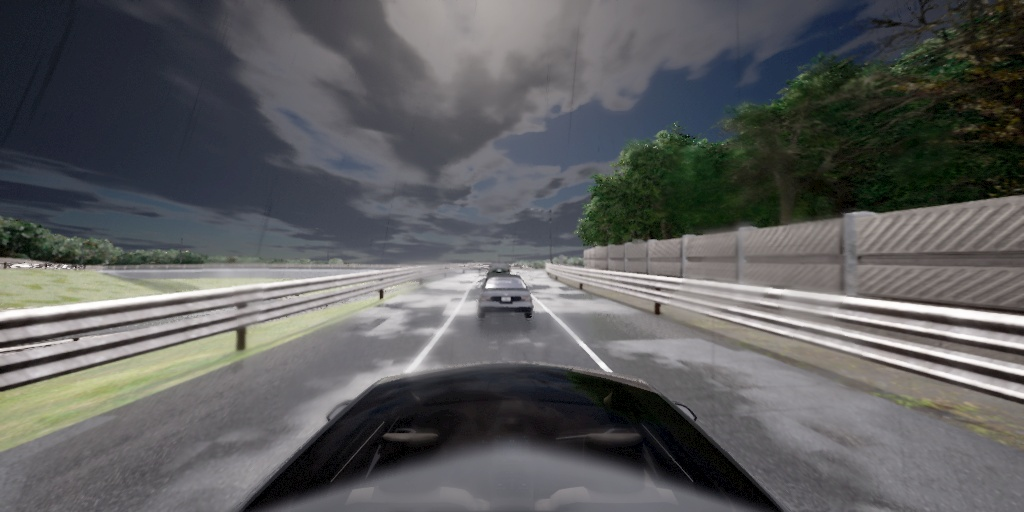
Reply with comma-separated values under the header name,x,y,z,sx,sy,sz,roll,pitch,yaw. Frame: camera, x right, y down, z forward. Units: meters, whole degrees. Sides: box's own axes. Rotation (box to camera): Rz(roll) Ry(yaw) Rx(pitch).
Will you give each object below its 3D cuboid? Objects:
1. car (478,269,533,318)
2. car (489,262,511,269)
name,x,y,z,sx,sy,sz,roll,pitch,yaw
car,-0.309,1.390,13.501,2.033,1.411,5.357,0,0,-3
car,-1.145,1.344,34.531,2.097,1.767,4.553,0,0,0
